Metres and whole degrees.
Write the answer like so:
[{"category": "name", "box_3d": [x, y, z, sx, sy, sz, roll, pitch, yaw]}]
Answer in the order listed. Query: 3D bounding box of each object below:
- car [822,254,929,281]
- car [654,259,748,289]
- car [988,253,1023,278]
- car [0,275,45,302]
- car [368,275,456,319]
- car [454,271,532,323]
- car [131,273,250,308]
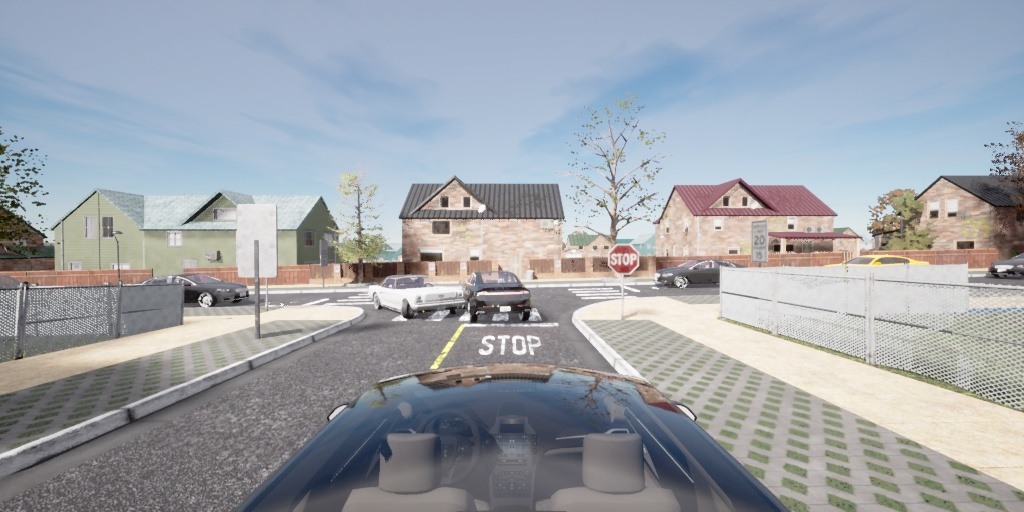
[{"category": "car", "box_3d": [19.756, 0.691, 19.669, 5.008, 1.535, 1.882, -1, 1, -1]}, {"category": "car", "box_3d": [10.325, 0.926, 19.630, 4.902, 1.511, 2.128, -1, 1, 0]}, {"category": "car", "box_3d": [29.380, 0.478, 19.707, 4.902, 1.511, 2.128, -1, 1, 0]}, {"category": "car", "box_3d": [-24.244, 1.648, 16.528, 4.553, 1.767, 2.097, -1, 1, 0]}, {"category": "car", "box_3d": [-3.605, 1.368, 13.078, 1.895, 1.301, 4.718, 0, 0, -38]}, {"category": "car", "box_3d": [-0.690, 1.243, 12.219, 2.128, 1.511, 4.902, 0, 0, -12]}, {"category": "car", "box_3d": [-14.907, 1.567, 16.571, 4.902, 1.511, 2.128, -1, 1, 0]}]
